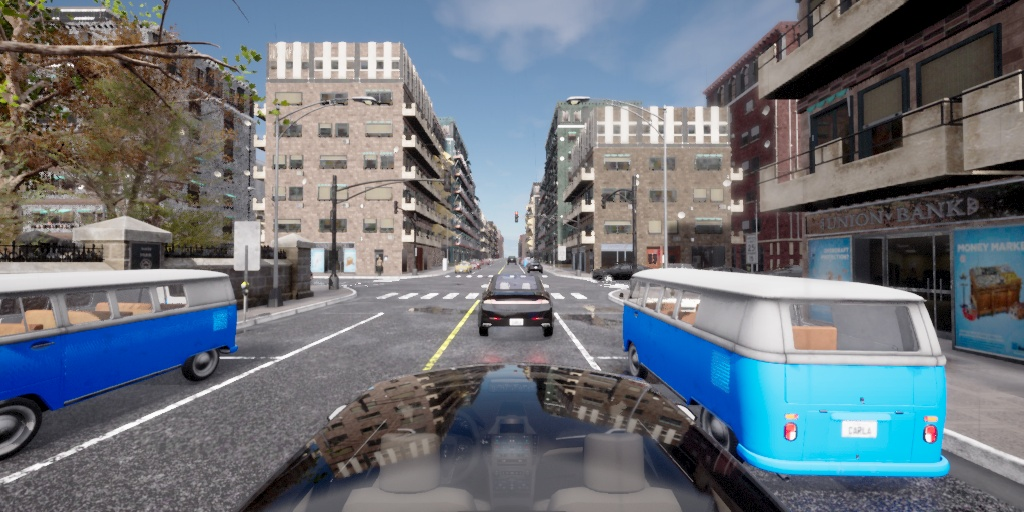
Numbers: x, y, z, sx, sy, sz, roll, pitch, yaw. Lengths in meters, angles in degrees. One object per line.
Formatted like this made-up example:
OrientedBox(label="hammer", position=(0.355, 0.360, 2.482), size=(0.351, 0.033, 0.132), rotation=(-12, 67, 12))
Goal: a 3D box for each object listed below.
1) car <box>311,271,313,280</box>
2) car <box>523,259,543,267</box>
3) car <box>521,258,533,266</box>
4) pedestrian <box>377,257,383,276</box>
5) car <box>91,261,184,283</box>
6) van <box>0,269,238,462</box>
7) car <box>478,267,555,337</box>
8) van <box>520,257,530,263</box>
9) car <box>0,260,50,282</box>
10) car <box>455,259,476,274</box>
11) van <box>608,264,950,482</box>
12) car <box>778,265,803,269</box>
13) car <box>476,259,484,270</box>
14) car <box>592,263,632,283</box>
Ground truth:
OrientedBox(label="car", position=(-16.592, 0.999, 25.296), size=(4.553, 1.767, 2.097), rotation=(0, -1, 1))
OrientedBox(label="car", position=(2.683, 1.330, 42.550), size=(1.948, 1.339, 4.313), rotation=(0, 0, 0))
OrientedBox(label="car", position=(2.682, 1.317, 48.193), size=(2.007, 1.370, 4.403), rotation=(0, 0, 0))
OrientedBox(label="pedestrian", position=(-12.545, 0.968, 33.989), size=(0.375, 1.860, 0.375), rotation=(0, -1, 1))
OrientedBox(label="car", position=(-26.418, 1.119, 25.410), size=(4.674, 1.442, 1.812), rotation=(0, -1, 1))
OrientedBox(label="van", position=(-5.657, 1.092, 4.603), size=(1.690, 1.789, 3.998), rotation=(0, 0, 0))
OrientedBox(label="car", position=(0.098, 1.244, 10.332), size=(2.128, 1.511, 4.902), rotation=(0, 0, 0))
OrientedBox(label="van", position=(2.680, 1.112, 59.477), size=(1.690, 1.789, 3.998), rotation=(0, 0, 0))
OrientedBox(label="car", position=(-36.517, 1.044, 25.535), size=(4.892, 1.490, 1.837), rotation=(0, -1, 1))
OrientedBox(label="car", position=(-5.697, 1.289, 42.378), size=(1.751, 1.417, 4.829), rotation=(0, 0, 0))
OrientedBox(label="van", position=(2.658, 1.092, 4.603), size=(1.690, 1.789, 3.998), rotation=(0, 0, 0))
OrientedBox(label="car", position=(21.712, 1.444, 28.047), size=(4.674, 1.442, 1.812), rotation=(0, -1, 1))
OrientedBox(label="car", position=(-5.700, 1.209, 53.833), size=(1.967, 1.591, 4.097), rotation=(0, 0, 0))
OrientedBox(label="car", position=(8.724, 1.305, 27.863), size=(5.008, 1.535, 1.882), rotation=(1, -1, -4))
